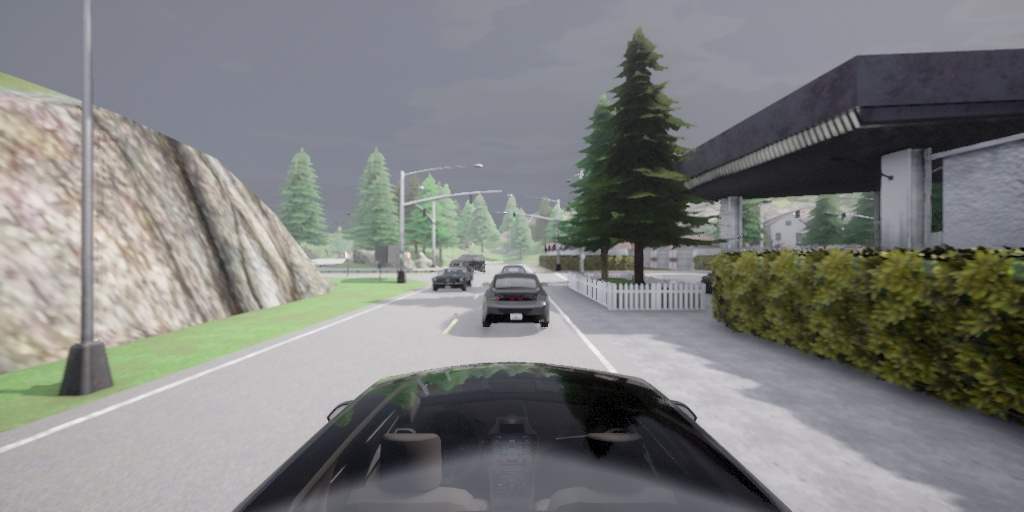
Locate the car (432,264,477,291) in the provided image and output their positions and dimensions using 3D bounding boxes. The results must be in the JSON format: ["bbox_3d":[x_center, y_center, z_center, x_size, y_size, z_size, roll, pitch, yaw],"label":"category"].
[{"bbox_3d":[-3.488,1.377,21.671,1.895,1.301,4.718,0,0,0],"label":"car"}]

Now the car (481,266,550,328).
[{"bbox_3d":[0.105,1.254,11.390,1.837,1.490,4.892,0,0,0],"label":"car"}]

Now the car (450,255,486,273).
[{"bbox_3d":[-4.609,0.871,38.082,2.150,2.045,5.566,1,-1,19],"label":"car"}]
